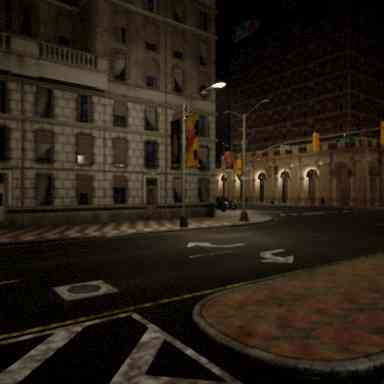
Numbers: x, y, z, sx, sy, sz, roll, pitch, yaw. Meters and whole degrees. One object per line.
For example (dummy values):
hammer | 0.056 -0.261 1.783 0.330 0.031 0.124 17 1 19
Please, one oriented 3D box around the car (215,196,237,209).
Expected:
car | 3.850 1.367 43.730 2.097 1.767 4.553 0 0 -36
